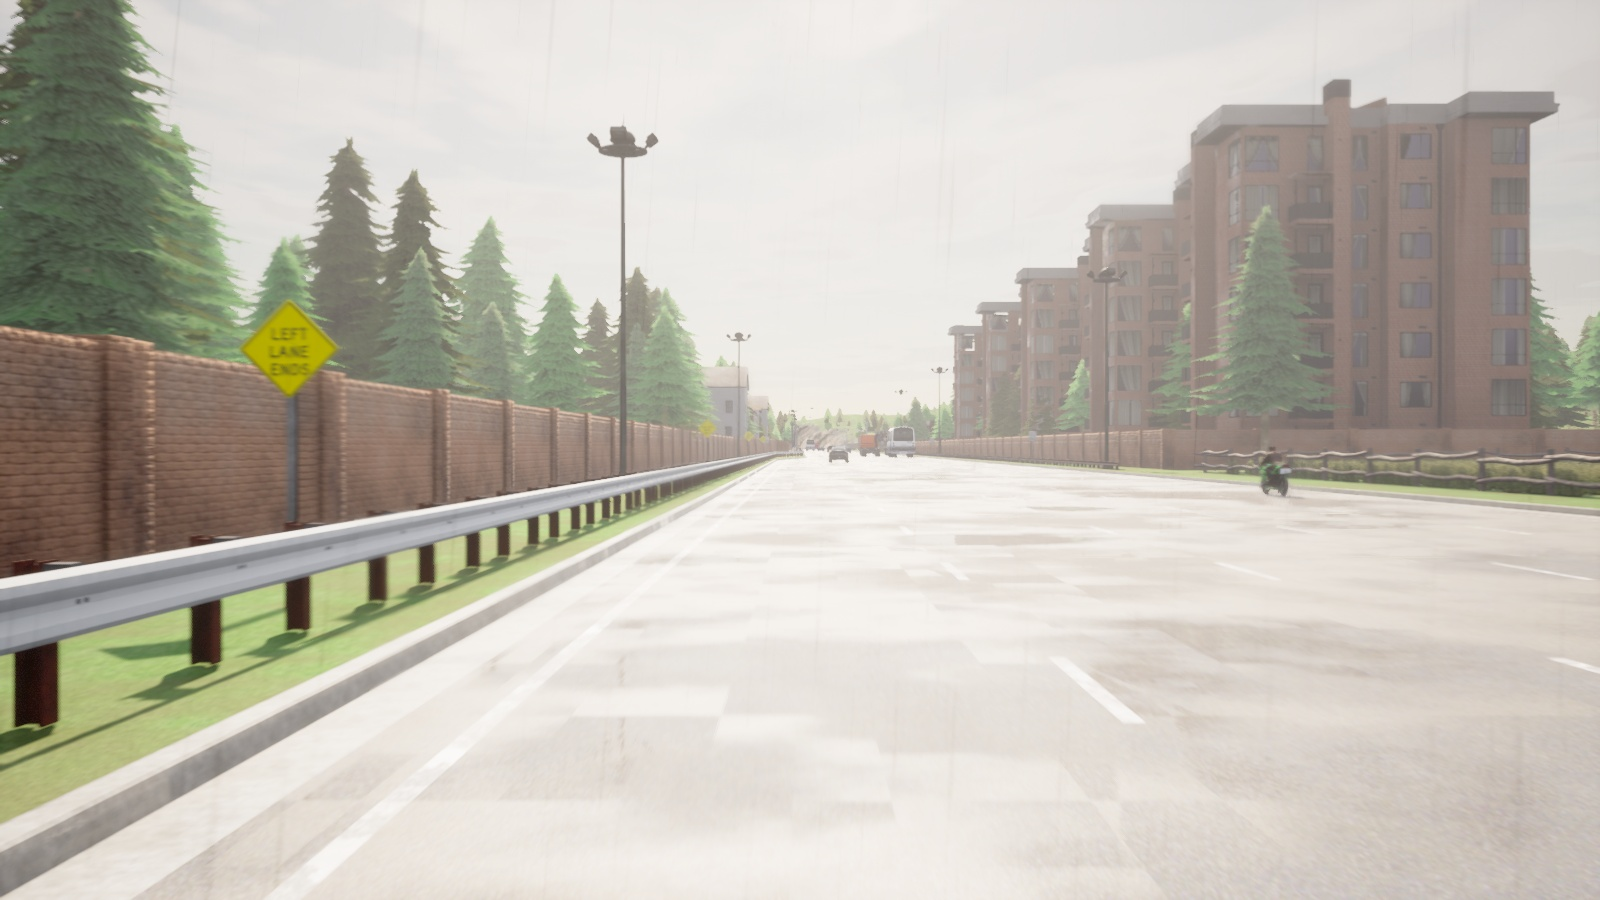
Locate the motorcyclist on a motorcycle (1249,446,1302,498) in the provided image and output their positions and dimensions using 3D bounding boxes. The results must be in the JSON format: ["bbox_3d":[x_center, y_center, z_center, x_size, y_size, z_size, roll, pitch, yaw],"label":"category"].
[{"bbox_3d":[14.225,0.644,37.612,0.797,1.523,2.044,0,0,0],"label":"motorcyclist on a motorcycle"}]
